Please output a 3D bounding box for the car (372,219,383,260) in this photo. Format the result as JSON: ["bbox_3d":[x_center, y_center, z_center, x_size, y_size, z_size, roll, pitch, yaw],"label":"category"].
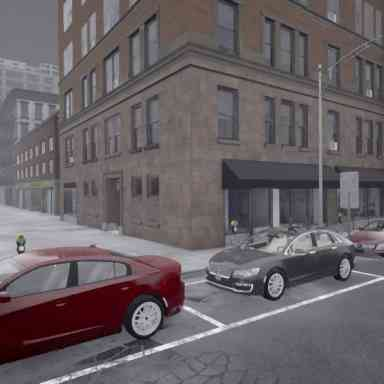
[{"bbox_3d":[6.859,1.581,11.458,4.206,1.307,1.802,0,-1,-36],"label":"car"}]

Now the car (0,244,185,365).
[{"bbox_3d":[-2.221,1.544,4.958,4.507,1.381,1.887,0,-1,-36],"label":"car"}]

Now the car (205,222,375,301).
[{"bbox_3d":[2.319,1.550,8.208,4.403,1.369,2.008,0,-1,-36],"label":"car"}]
